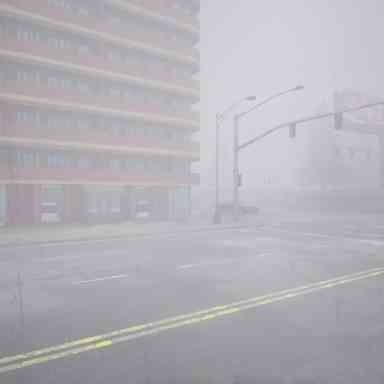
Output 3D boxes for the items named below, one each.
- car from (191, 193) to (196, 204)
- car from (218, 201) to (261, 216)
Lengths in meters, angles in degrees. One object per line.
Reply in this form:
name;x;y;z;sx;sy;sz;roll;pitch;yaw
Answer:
car;-1.499;1.221;61.320;2.150;2.045;5.566;0;0;-34
car;4.573;1.601;33.147;1.895;1.301;4.718;0;0;-34
